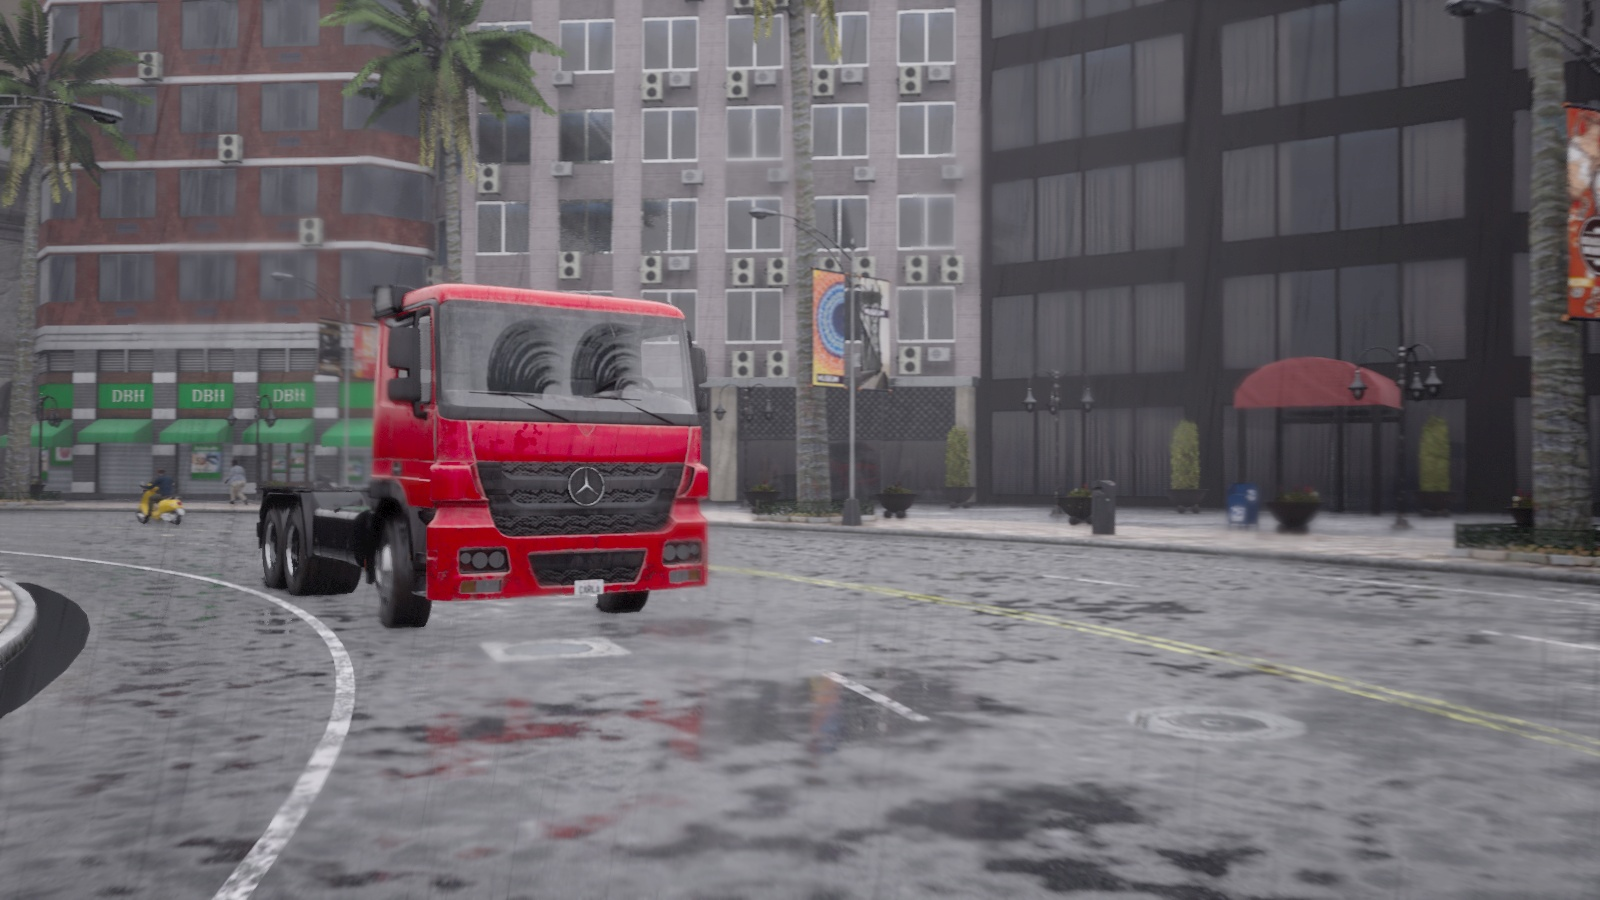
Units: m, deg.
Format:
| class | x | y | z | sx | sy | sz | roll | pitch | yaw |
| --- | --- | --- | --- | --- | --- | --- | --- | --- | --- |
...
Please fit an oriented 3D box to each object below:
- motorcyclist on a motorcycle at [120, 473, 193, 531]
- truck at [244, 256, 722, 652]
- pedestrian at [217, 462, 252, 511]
| class | x | y | z | sx | sy | sz | roll | pitch | yaw |
| --- | --- | --- | --- | --- | --- | --- | --- | --- | --- |
| motorcyclist on a motorcycle | -18.115 | 1.457 | 35.344 | 1.817 | 1.590 | 0.866 | -1 | -1 | 24 |
| truck | -4.257 | 0.109 | 15.060 | 2.891 | 3.462 | 7.936 | 0 | -1 | -35 |
| pedestrian | -21.886 | 1.403 | 48.593 | 0.900 | 1.855 | 0.874 | -1 | -1 | 16 |
